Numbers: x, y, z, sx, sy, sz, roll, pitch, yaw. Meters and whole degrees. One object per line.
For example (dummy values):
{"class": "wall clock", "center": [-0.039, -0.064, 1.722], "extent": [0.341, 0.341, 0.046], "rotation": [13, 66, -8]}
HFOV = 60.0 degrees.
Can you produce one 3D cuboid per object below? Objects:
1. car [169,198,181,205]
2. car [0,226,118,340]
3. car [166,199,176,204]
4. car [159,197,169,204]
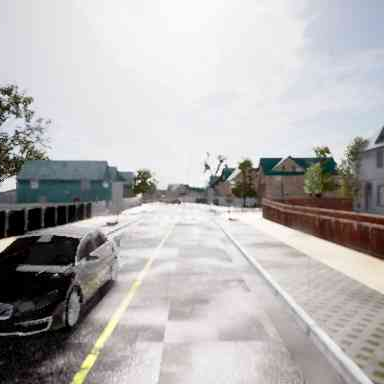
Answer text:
{"class": "car", "center": [-3.858, 2.360, 81.062], "extent": [1.837, 1.490, 4.892], "rotation": [0, -1, -10]}
{"class": "car", "center": [-2.849, 1.548, 6.971], "extent": [1.837, 1.490, 4.892], "rotation": [0, 0, 0]}
{"class": "car", "center": [-5.815, 2.564, 90.992], "extent": [1.895, 1.301, 4.718], "rotation": [0, -1, -12]}
{"class": "car", "center": [-7.325, 2.071, 84.711], "extent": [1.812, 1.442, 4.674], "rotation": [0, -1, -10]}
